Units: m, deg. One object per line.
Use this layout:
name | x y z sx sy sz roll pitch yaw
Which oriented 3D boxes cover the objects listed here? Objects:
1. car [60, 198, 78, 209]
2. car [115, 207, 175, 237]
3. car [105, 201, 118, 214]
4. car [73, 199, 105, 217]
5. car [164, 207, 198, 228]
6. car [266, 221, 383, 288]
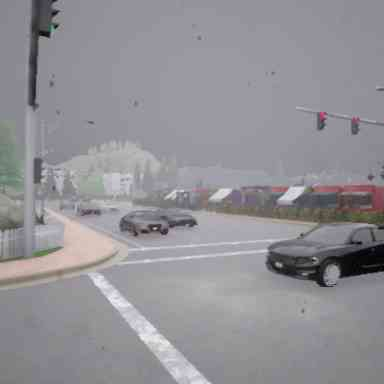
car | -19.743 2.042 52.639 1.994 1.385 4.181 1 -1 -27
car | -2.913 1.800 19.861 1.994 1.385 4.181 1 0 -27
car | -10.595 1.934 42.388 1.812 1.442 4.674 1 -1 -27
car | -11.167 1.814 35.841 1.882 1.535 5.008 1 -1 -27
car | -1.498 1.845 24.746 2.033 1.411 5.357 1 -1 -27
car | 4.485 1.660 9.869 5.008 1.535 1.882 1 -1 -28
